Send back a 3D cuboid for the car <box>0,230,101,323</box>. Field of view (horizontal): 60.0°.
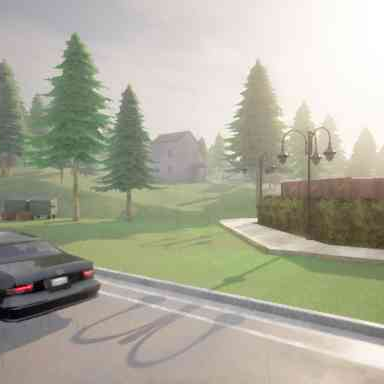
[{"bbox_3d":[-4.261,1.547,7.033,5.357,1.411,2.033,0,0,36],"label":"car"}]
